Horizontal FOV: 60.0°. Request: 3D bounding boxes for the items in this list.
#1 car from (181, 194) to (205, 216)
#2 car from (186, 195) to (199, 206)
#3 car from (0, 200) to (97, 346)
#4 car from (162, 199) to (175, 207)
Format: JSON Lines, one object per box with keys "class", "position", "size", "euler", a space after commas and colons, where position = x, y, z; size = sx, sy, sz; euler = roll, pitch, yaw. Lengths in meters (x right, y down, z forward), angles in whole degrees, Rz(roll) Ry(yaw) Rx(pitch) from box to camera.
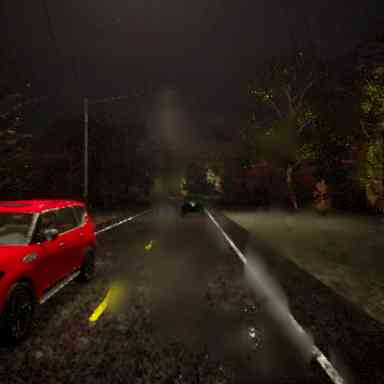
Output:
{"class": "car", "position": [0.080, 1.235, 32.351], "size": [2.150, 2.045, 5.566], "euler": [0, 0, 0]}
{"class": "car", "position": [0.068, 1.373, 55.421], "size": [2.097, 1.767, 4.553], "euler": [0, 0, 0]}
{"class": "car", "position": [-3.604, 1.222, 6.718], "size": [2.150, 2.045, 5.566], "euler": [0, 0, 0]}
{"class": "car", "position": [-3.529, 1.686, 50.429], "size": [1.895, 1.301, 4.718], "euler": [0, 0, 0]}
